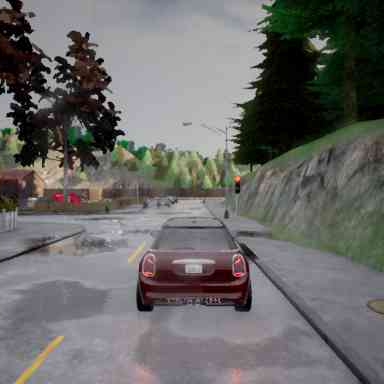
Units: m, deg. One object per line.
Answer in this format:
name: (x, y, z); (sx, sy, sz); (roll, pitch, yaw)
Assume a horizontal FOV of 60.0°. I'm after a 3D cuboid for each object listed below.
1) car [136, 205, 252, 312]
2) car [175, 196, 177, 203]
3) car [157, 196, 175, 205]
car: (0.055, 1.352, 7.891); (2.097, 1.767, 4.553); (0, 0, 1)
car: (-4.064, 1.526, 59.090); (1.812, 1.442, 4.674); (0, 0, 0)
car: (-4.087, 1.491, 49.060); (2.128, 1.511, 4.902); (0, 0, 0)
